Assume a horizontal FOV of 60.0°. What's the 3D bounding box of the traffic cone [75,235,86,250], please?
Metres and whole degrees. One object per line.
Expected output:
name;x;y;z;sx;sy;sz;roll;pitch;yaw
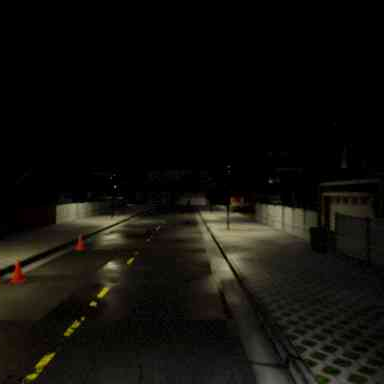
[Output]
traffic cone;-4.586;2.056;13.652;0.340;0.580;0.340;0;0;-1

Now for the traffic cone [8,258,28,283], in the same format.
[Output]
traffic cone;-4.519;2.025;8.653;0.340;0.580;0.340;0;0;-1
